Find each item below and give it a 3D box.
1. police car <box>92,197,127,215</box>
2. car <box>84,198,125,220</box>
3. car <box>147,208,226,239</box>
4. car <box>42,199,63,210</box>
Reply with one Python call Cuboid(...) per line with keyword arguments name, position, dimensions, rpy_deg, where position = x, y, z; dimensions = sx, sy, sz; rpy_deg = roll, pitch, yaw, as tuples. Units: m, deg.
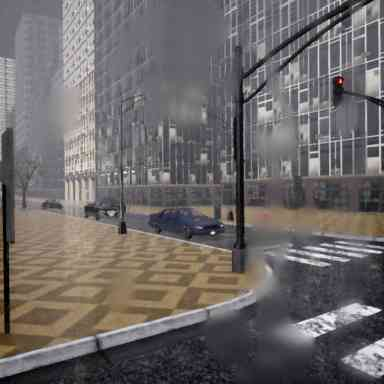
Cuboid(name="police car", position=(-8.901, 1.454, 35.533), dimensions=(1.930, 1.638, 5.238), rpy_deg=(-1, 0, -35))
Cuboid(name="car", position=(-7.827, 1.547, 28.614), dimensions=(2.128, 1.511, 4.902), rpy_deg=(-1, 1, -35))
Cuboid(name="car", position=(-0.524, 1.589, 18.192), dimensions=(2.033, 1.411, 5.357), rpy_deg=(-1, 0, -35))
Cuboid(name="car", position=(-18.565, 1.644, 44.047), dimensions=(1.994, 1.385, 4.181), rpy_deg=(-1, 0, -34))
